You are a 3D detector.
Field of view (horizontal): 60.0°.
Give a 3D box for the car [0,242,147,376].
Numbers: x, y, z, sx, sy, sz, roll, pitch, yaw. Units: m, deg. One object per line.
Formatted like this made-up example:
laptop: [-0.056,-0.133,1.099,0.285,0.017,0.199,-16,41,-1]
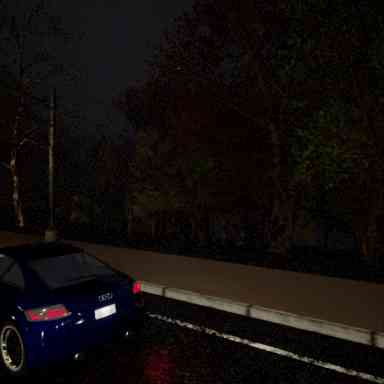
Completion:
car: [-2.763,1.563,5.638,4.181,1.385,1.994,0,0,37]
